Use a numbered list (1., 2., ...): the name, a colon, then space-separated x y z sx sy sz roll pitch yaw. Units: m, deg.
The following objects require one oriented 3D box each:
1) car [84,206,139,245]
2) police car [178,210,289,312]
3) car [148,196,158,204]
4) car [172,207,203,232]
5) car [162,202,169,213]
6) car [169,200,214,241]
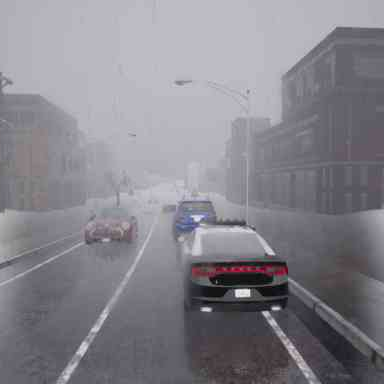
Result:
1. car: -3.881 1.548 16.656 2.097 1.767 4.553 0 -1 -4
2. police car: 0.708 1.464 7.981 1.930 1.638 5.238 0 -1 -3
3. car: -7.923 1.641 68.165 2.128 1.511 4.902 0 2 -5
4. car: -0.432 1.853 23.954 1.882 1.535 5.008 0 -2 -5
5. car: -3.144 2.130 46.738 1.882 1.535 5.008 0 0 -4
6. car: 0.048 1.435 17.985 2.150 2.045 5.566 0 -1 -5
